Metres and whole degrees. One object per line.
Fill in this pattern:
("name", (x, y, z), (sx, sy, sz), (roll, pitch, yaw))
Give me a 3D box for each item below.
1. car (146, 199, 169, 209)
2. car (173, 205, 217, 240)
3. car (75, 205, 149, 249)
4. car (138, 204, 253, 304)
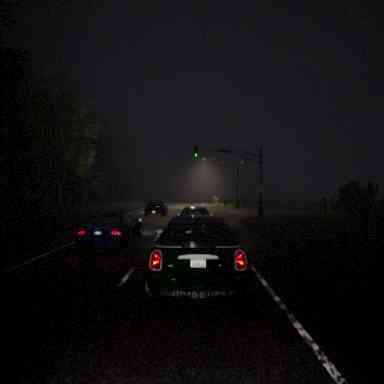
("car", (-3.293, 1.441, 31.113), (1.837, 1.490, 4.892), (0, 1, 0))
("car", (0.163, 1.510, 17.990), (2.033, 1.411, 5.357), (0, 0, 0))
("car", (-3.351, 1.517, 14.402), (2.033, 1.411, 5.357), (0, 0, 0))
("car", (0.124, 1.334, 8.247), (2.097, 1.767, 4.553), (0, 0, 0))
